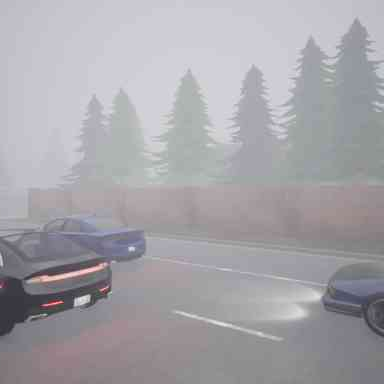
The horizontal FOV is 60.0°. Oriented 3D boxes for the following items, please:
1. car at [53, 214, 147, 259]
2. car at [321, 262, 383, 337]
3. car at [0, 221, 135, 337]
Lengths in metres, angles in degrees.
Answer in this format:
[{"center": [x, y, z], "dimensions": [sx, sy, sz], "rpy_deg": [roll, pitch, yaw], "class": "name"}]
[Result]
[{"center": [-3.732, 1.478, 10.985], "dimensions": [5.008, 1.535, 1.882], "rpy_deg": [0, 0, 36], "class": "car"}, {"center": [4.843, 1.547, 4.838], "dimensions": [5.357, 1.411, 2.033], "rpy_deg": [0, 0, 35], "class": "car"}, {"center": [-3.690, 1.492, 6.643], "dimensions": [4.902, 1.511, 2.128], "rpy_deg": [0, 0, 36], "class": "car"}]
